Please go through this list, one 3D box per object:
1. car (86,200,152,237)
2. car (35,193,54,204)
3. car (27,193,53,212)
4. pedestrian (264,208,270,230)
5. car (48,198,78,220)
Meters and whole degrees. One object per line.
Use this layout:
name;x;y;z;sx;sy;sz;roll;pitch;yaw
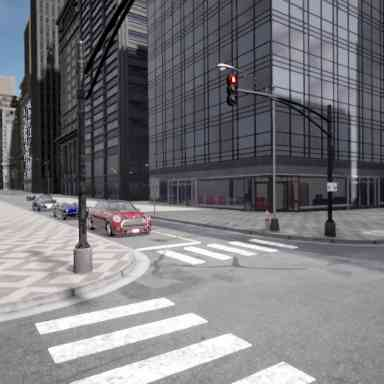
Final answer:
car;-3.921;1.237;17.684;2.097;1.767;4.553;-1;1;-34
car;-22.871;0.958;51.439;1.837;1.490;4.892;-1;1;-34
car;-15.387;1.182;34.678;2.128;1.511;4.902;-1;1;-34
pedestrian;3.902;1.378;17.255;0.500;1.100;0.500;0;0;-34
car;-9.582;1.393;26.075;1.895;1.301;4.718;-1;1;-34
